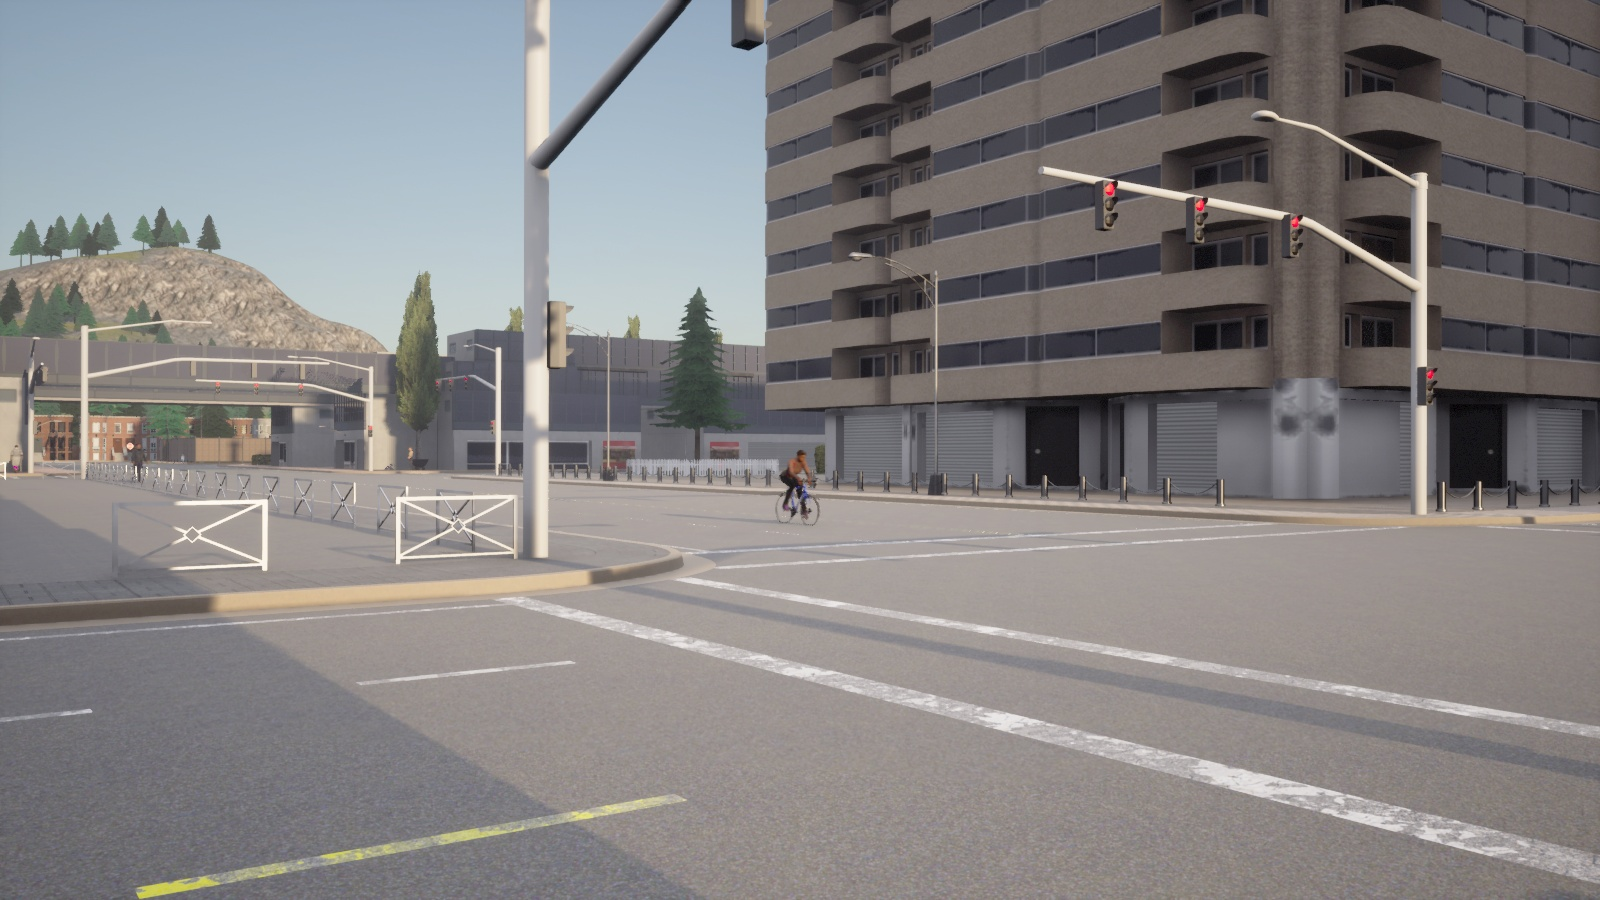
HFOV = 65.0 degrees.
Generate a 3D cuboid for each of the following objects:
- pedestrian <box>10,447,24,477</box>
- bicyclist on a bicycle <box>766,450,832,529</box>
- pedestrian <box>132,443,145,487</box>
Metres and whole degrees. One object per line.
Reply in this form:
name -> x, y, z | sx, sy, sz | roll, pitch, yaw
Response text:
pedestrian -> -49.825, 0.760, 79.862 | 0.659, 1.952, 0.873 | 0, 0, -38
bicyclist on a bicycle -> -0.032, 0.819, 26.921 | 0.582, 1.620, 1.656 | 0, 0, -35
pedestrian -> -29.425, 0.658, 55.881 | 0.423, 1.949, 0.788 | 0, 0, -35
